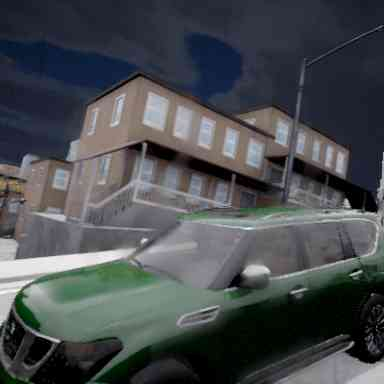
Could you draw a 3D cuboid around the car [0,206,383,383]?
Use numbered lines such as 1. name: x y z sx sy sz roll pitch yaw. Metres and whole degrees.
1. car: 0.616 1.243 4.400 5.566 2.045 2.150 1 -1 -35
